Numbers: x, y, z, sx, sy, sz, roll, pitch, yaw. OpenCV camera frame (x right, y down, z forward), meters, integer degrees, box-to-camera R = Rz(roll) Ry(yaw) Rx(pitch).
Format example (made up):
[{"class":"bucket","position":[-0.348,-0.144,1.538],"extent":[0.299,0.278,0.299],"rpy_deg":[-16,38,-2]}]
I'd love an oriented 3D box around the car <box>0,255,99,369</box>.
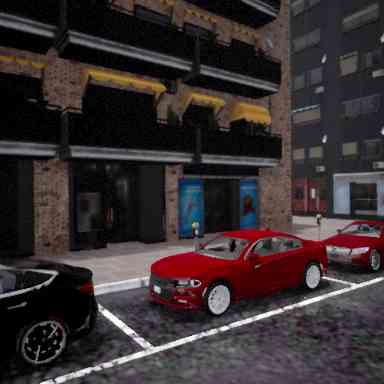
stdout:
[{"class":"car","position":[-3.374,1.564,4.165],"extent":[4.313,1.339,1.947],"rpy_deg":[0,-1,-35]}]

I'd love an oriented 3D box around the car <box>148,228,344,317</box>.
[{"class":"car","position":[1.187,1.542,7.419],"extent":[4.507,1.381,1.887],"rpy_deg":[0,-1,-35]}]

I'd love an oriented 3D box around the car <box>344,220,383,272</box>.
[{"class":"car","position":[5.748,1.578,10.671],"extent":[4.206,1.307,1.802],"rpy_deg":[0,-1,-35]}]
